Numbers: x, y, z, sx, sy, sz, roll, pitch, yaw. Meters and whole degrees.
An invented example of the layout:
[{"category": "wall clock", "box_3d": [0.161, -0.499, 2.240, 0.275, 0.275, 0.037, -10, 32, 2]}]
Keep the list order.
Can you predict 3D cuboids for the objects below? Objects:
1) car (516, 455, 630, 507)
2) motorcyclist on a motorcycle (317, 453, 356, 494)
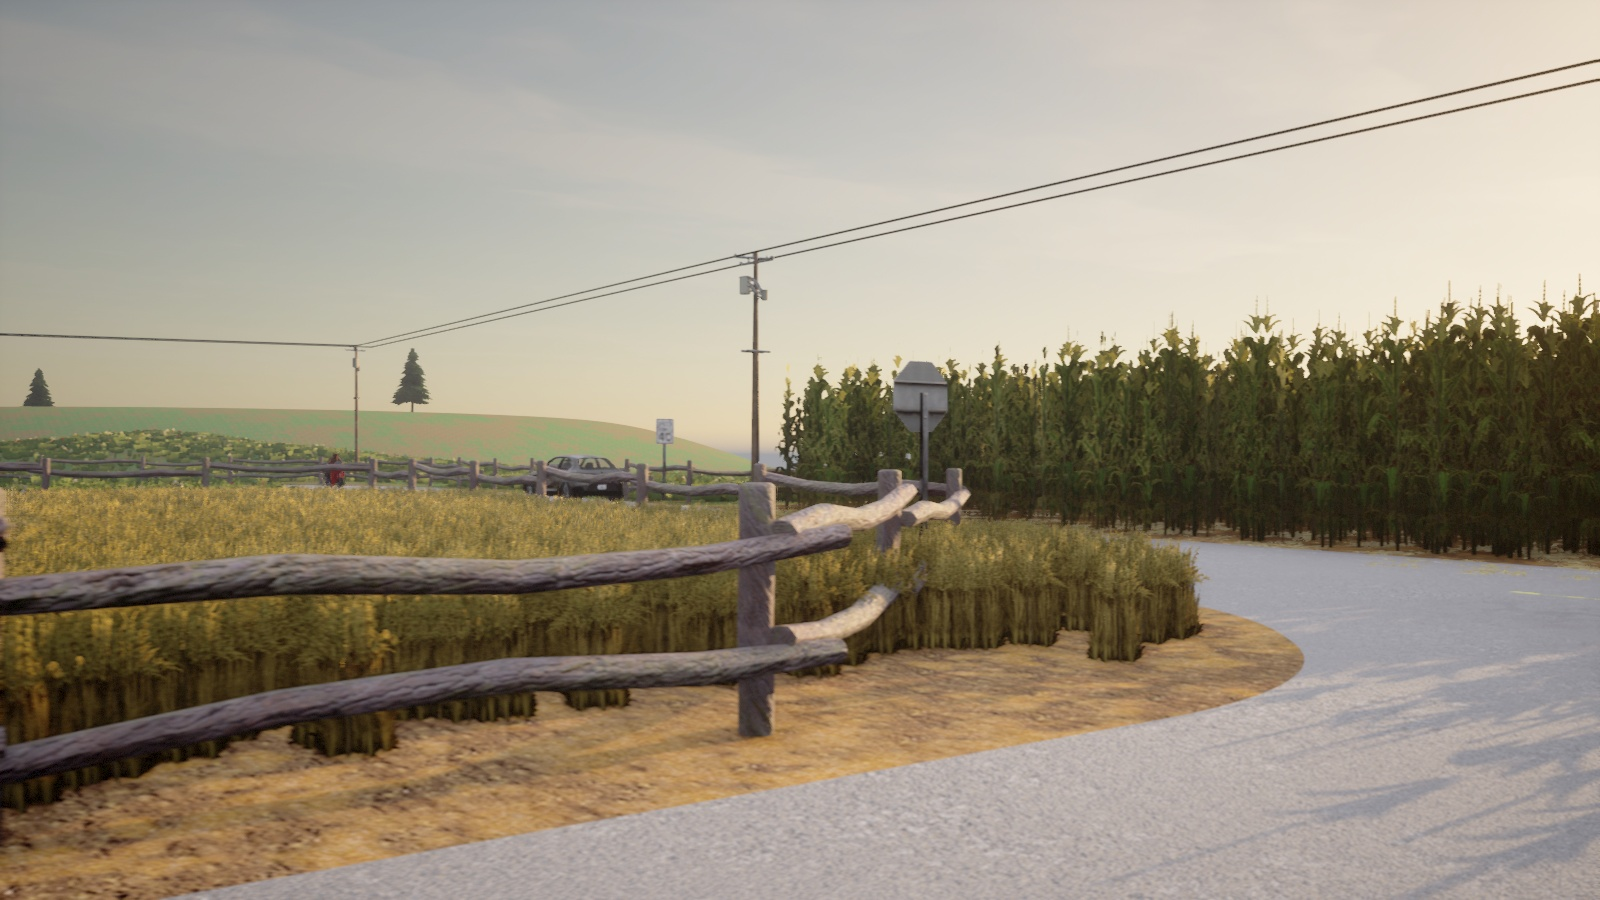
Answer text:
[{"category": "car", "box_3d": [-6.941, 0.897, 38.048, 1.816, 1.474, 4.193, 0, 0, -35]}, {"category": "motorcyclist on a motorcycle", "box_3d": [-18.069, 0.910, 48.919, 0.797, 1.523, 2.044, -3, 1, -38]}]
